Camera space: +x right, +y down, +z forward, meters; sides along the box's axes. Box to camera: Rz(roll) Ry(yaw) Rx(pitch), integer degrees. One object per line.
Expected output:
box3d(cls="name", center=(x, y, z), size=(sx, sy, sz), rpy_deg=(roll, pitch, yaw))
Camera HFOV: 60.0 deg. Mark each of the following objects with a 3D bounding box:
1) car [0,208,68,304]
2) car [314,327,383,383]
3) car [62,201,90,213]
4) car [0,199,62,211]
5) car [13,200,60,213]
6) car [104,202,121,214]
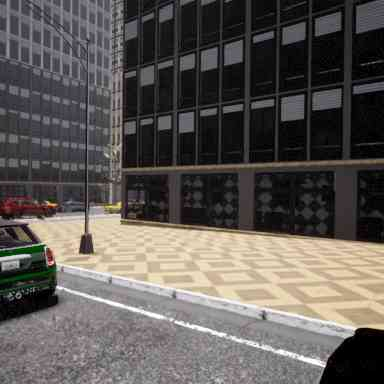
box3d(cls="car", center=(-5.011, 1.348, 7.268), size=(4.553, 1.767, 2.097), rpy_deg=(0, 0, 36))
box3d(cls="car", center=(2.986, 1.601, 1.549), size=(4.718, 1.301, 1.895), rpy_deg=(0, 0, 36))
box3d(cls="car", center=(-14.539, 1.749, 40.409), size=(1.994, 1.385, 4.181), rpy_deg=(1, 0, 37))
box3d(cls="car", center=(-14.939, 1.519, 30.158), size=(2.192, 1.841, 5.009), rpy_deg=(1, 0, 37))
box3d(cls="car", center=(-18.419, 1.643, 39.540), size=(1.752, 1.417, 4.829), rpy_deg=(1, 0, 37))
box3d(cls="car", center=(-8.124, 1.830, 39.357), size=(1.752, 1.417, 4.829), rpy_deg=(1, 0, 37))
